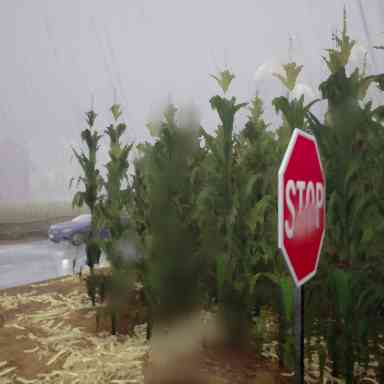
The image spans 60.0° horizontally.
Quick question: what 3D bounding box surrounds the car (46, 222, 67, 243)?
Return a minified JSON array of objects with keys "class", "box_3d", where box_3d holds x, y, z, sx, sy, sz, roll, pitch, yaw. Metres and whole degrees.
[{"class":"car","box_3d":[-4.935,1.723,16.745,1.812,1.442,4.674,0,0,35]}]
